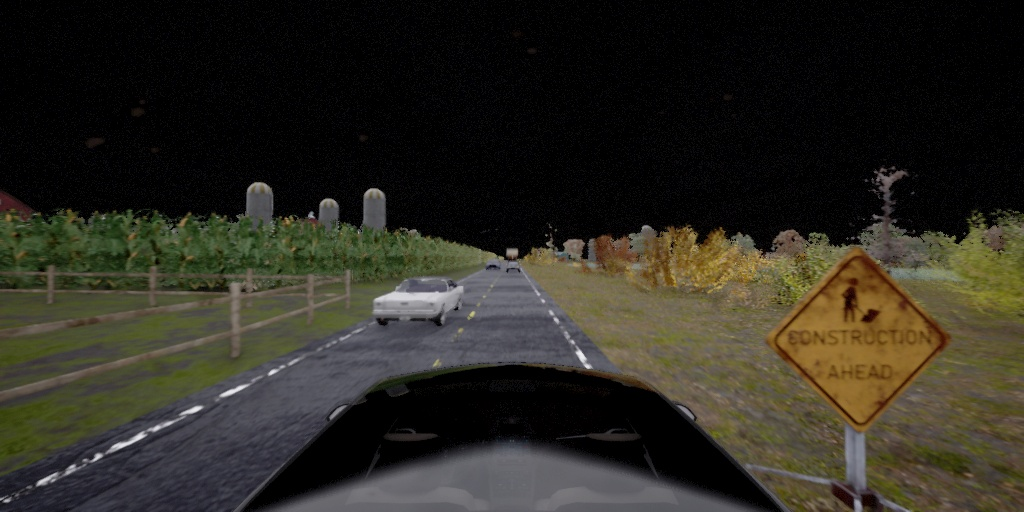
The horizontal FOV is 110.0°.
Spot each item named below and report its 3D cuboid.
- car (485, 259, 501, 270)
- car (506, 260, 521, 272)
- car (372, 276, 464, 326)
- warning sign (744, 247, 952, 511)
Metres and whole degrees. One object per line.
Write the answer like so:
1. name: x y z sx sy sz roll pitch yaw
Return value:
1. car: -2.755 1.183 52.933 2.097 1.767 4.553 0 0 0
2. car: 0.158 1.366 47.843 2.033 1.411 5.357 0 0 0
3. car: -2.823 1.355 11.763 1.895 1.301 4.718 0 0 1
4. warning sign: 2.449 0.867 2.551 1.300 1.860 1.060 0 0 0
